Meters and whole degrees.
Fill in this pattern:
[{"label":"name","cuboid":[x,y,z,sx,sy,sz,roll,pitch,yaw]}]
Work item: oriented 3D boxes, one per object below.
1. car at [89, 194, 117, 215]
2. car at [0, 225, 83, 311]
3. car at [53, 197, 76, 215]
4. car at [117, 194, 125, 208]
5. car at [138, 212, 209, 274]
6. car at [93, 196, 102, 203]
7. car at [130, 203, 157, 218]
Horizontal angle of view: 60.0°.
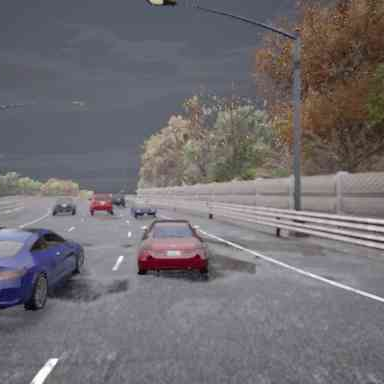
[{"label":"car","cuboid":[-9.532,1.255,34.859,2.150,2.045,5.566,0,0,-18]},{"label":"car","cuboid":[-3.875,1.539,7.595,1.812,1.442,4.674,0,0,-4]},{"label":"car","cuboid":[-13.232,1.399,34.690,2.097,1.767,4.553,0,0,-19]},{"label":"car","cuboid":[-11.248,1.261,48.230,2.150,2.045,5.566,0,0,-26]},{"label":"car","cuboid":[-0.674,1.566,10.656,1.994,1.385,4.181,0,0,-6]},{"label":"car","cuboid":[-21.232,1.575,74.766,1.837,1.490,4.892,0,0,-15]},{"label":"car","cuboid":[-4.485,1.616,30.040,1.895,1.301,4.718,0,0,-16]}]
